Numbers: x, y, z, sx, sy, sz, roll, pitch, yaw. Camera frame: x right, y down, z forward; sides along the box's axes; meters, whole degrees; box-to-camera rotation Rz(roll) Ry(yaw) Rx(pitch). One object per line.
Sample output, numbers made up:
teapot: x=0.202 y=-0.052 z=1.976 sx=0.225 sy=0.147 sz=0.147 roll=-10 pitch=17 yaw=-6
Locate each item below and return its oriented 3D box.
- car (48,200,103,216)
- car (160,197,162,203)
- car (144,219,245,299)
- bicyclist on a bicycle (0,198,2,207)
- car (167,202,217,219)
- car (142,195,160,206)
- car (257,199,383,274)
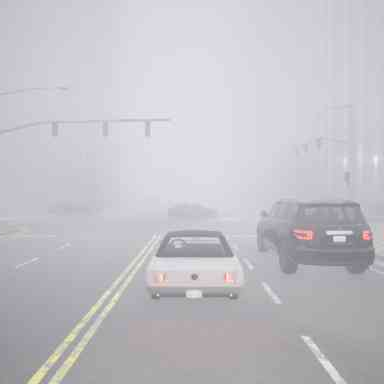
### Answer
car: x=-11.091 y=1.477 z=31.885 sx=5.008 sy=1.535 sz=1.882 roll=0 pitch=0 yaw=-13
car: x=-6.971 y=1.547 z=65.756 sx=2.033 sy=1.411 sz=5.357 roll=0 pitch=0 yaw=1
car: x=0.067 y=1.601 z=8.369 sx=1.895 sy=1.301 sz=4.718 roll=0 pitch=0 yaw=1
bicyclist on a bicycle: x=-26.380 y=1.301 z=45.389 sx=0.582 sy=1.620 sz=1.656 roll=0 pitch=0 yaw=-1
car: x=0.007 y=1.564 z=27.649 sx=4.181 sy=1.385 sz=1.994 roll=0 pitch=0 yaw=-1
car: x=-7.040 y=1.352 z=55.236 sx=2.097 sy=1.767 sz=4.553 roll=0 pitch=0 yaw=0
car: x=3.583 y=1.222 z=10.723 sx=2.150 sy=2.045 sz=5.566 roll=0 pitch=0 yaw=0
